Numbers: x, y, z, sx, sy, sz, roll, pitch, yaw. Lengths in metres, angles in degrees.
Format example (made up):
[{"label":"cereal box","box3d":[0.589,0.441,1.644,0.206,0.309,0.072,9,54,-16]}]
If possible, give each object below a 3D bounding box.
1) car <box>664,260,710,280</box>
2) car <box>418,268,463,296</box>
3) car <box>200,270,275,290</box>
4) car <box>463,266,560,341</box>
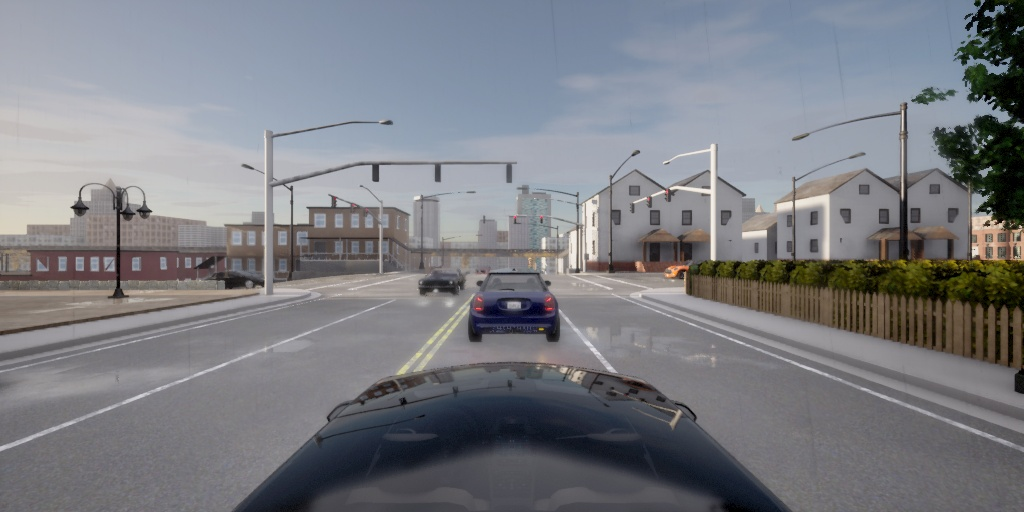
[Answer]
[{"label":"car","box3d":[15.717,1.102,31.105,4.553,1.767,2.097,0,0,-1]},{"label":"car","box3d":[-3.641,1.349,19.346,1.895,1.301,4.718,0,0,0]},{"label":"car","box3d":[-20.511,1.789,26.815,4.892,1.490,1.837,-5,0,-1]},{"label":"car","box3d":[0.054,1.102,10.009,2.097,1.767,4.553,0,0,0]}]
